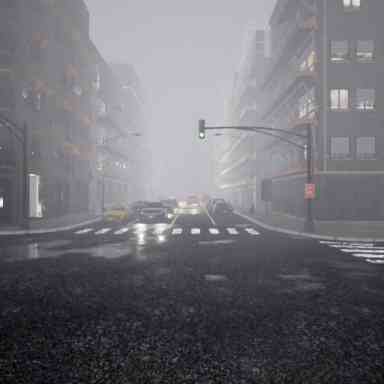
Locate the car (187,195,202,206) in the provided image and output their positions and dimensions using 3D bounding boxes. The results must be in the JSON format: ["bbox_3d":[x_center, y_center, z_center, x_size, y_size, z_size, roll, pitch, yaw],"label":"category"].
[{"bbox_3d":[0.236,1.369,57.126,2.097,1.767,4.553,0,0,0],"label":"car"}]

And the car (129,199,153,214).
[{"bbox_3d":[-5.533,1.554,36.456,1.887,1.381,4.507,1,0,0],"label":"car"}]

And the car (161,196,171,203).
[{"bbox_3d":[-5.396,1.568,69.597,1.887,1.381,4.507,1,0,0],"label":"car"}]

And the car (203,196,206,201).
[{"bbox_3d":[2.893,1.595,47.455,1.802,1.307,4.206,1,0,0],"label":"car"}]

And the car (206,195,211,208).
[{"bbox_3d":[2.849,1.449,36.408,1.967,1.590,4.097,1,0,0],"label":"car"}]

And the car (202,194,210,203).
[{"bbox_3d":[2.987,1.338,69.549,2.192,1.841,5.009,1,0,0],"label":"car"}]

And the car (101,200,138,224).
[{"bbox_3d":[-5.579,1.531,25.240,1.752,1.417,4.829,1,0,0],"label":"car"}]

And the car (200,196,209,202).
[{"bbox_3d":[3.030,1.595,80.595,1.947,1.339,4.313,1,0,0],"label":"car"}]

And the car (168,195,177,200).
[{"bbox_3d":[-5.305,1.586,91.690,2.008,1.369,4.403,1,0,0],"label":"car"}]

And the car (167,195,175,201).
[{"bbox_3d":[-5.328,1.557,85.996,1.752,1.417,4.829,1,0,0],"label":"car"}]

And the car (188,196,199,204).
[{"bbox_3d":[0.277,1.569,67.162,2.033,1.411,5.357,0,0,0],"label":"car"}]

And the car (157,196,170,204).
[{"bbox_3d":[-5.419,1.571,64.074,2.008,1.369,4.403,1,0,0],"label":"car"}]

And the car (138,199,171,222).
[{"bbox_3d":[-2.983,1.532,26.570,1.812,1.442,4.674,0,0,0],"label":"car"}]

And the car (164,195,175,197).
[{"bbox_3d":[-2.894,1.576,47.127,1.994,1.385,4.181,0,0,0],"label":"car"}]

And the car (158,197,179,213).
[{"bbox_3d":[-2.941,1.557,37.068,2.033,1.411,5.357,0,0,0],"label":"car"}]

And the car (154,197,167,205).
[{"bbox_3d":[-5.443,1.543,58.380,1.752,1.417,4.829,1,0,0],"label":"car"}]

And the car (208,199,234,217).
[{"bbox_3d":[2.825,1.552,30.884,1.887,1.381,4.507,1,0,0],"label":"car"}]
